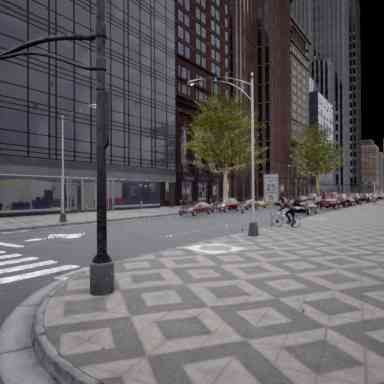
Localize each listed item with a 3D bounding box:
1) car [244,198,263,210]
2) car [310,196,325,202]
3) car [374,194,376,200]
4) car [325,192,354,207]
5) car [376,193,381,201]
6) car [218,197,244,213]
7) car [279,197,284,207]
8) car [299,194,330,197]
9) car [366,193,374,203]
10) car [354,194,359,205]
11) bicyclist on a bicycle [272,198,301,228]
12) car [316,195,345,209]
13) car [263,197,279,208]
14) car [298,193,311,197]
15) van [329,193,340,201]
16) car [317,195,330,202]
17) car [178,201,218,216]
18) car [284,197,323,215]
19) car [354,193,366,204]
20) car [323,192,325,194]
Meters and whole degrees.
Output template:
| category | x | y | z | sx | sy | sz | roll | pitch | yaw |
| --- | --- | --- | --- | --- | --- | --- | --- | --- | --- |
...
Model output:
| category | x | y | z | sx | sy | sz | roll | pitch | yaw |
| --- | --- | --- | --- | --- | --- | --- | --- | --- | --- |
| car | 6.797 | 1.494 | 41.038 | 1.802 | 1.307 | 4.206 | 0 | 0 | 35 |
| car | 25.964 | 1.417 | 68.924 | 1.947 | 1.339 | 4.313 | 0 | 0 | 35 |
| car | 36.273 | 1.302 | 68.873 | 1.752 | 1.417 | 4.829 | -1 | 0 | 35 |
| car | 20.206 | 1.136 | 45.500 | 2.192 | 1.841 | 5.009 | 0 | 0 | 35 |
| car | 42.565 | 1.358 | 78.027 | 1.802 | 1.307 | 4.206 | -1 | 0 | 35 |
| car | 3.601 | 1.366 | 36.390 | 1.967 | 1.590 | 4.097 | 0 | 0 | 35 |
| car | 13.186 | 1.455 | 50.334 | 1.947 | 1.339 | 4.313 | 0 | 0 | 35 |
| car | 16.441 | 1.339 | 44.558 | 2.128 | 1.511 | 4.902 | -1 | 0 | 35 |
| car | 32.982 | 1.099 | 64.087 | 2.192 | 1.841 | 5.009 | 0 | 0 | 35 |
| car | 23.401 | 1.377 | 50.145 | 1.947 | 1.339 | 4.313 | 0 | 0 | 35 |
| bicyclist on a bicycle | 5.202 | 1.177 | 18.439 | 1.656 | 1.620 | 0.582 | -1 | 0 | 35 |
| car | 17.013 | 1.377 | 40.852 | 1.887 | 1.381 | 4.507 | 0 | 0 | 35 |
| car | 9.895 | 1.425 | 45.545 | 1.752 | 1.417 | 4.829 | 0 | 0 | 35 |
| car | 19.574 | 1.415 | 59.628 | 1.887 | 1.381 | 4.507 | 0 | 0 | 35 |
| van | 35.544 | 1.185 | 82.867 | 1.690 | 1.788 | 3.998 | -1 | 0 | 35 |
| car | 29.158 | 1.426 | 73.570 | 1.802 | 1.307 | 4.206 | 0 | 0 | 35 |
| car | 0.408 | 1.524 | 31.743 | 1.802 | 1.307 | 4.206 | 0 | 0 | 35 |
| car | 10.625 | 1.424 | 31.557 | 1.947 | 1.339 | 4.313 | 0 | 0 | 35 |
| car | 26.594 | 1.117 | 54.793 | 2.192 | 1.841 | 5.009 | 0 | 0 | 35 |
| car | 22.124 | 1.051 | 52.827 | 2.150 | 2.045 | 5.566 | -1 | 0 | 35 |
